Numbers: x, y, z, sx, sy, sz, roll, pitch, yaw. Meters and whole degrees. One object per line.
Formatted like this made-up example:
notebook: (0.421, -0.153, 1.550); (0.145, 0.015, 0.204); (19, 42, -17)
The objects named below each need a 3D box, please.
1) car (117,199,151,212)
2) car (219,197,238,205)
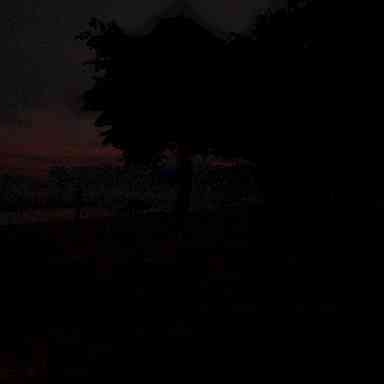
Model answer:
car: (-6.749, 1.502, 38.895); (1.812, 1.442, 4.674); (3, 2, 33)
car: (6.730, 1.580, 60.921); (2.033, 1.411, 5.357); (3, 1, 30)
